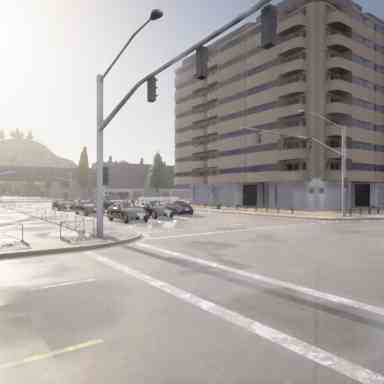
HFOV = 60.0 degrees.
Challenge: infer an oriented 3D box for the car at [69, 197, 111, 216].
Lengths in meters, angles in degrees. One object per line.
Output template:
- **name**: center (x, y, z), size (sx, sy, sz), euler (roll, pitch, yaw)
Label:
- **car**: center (-10.279, 1.547, 33.231), size (2.128, 1.511, 4.902), euler (0, 0, -35)

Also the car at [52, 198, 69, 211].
- **car**: center (-16.086, 1.547, 41.446), size (2.128, 1.511, 4.902), euler (0, 0, -35)

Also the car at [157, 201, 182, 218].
- **car**: center (-3.365, 1.547, 29.522), size (2.128, 1.511, 4.902), euler (0, 0, -35)

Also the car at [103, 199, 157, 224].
- **car**: center (-5.032, 1.547, 25.819), size (2.128, 1.511, 4.902), euler (0, 0, -35)

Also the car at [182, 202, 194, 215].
- **car**: center (-1.631, 1.619, 33.476), size (1.994, 1.385, 4.181), euler (0, 0, -35)

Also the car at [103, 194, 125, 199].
- **car**: center (-9.065, 1.277, 37.573), size (2.150, 2.045, 5.566), euler (0, 0, -35)
